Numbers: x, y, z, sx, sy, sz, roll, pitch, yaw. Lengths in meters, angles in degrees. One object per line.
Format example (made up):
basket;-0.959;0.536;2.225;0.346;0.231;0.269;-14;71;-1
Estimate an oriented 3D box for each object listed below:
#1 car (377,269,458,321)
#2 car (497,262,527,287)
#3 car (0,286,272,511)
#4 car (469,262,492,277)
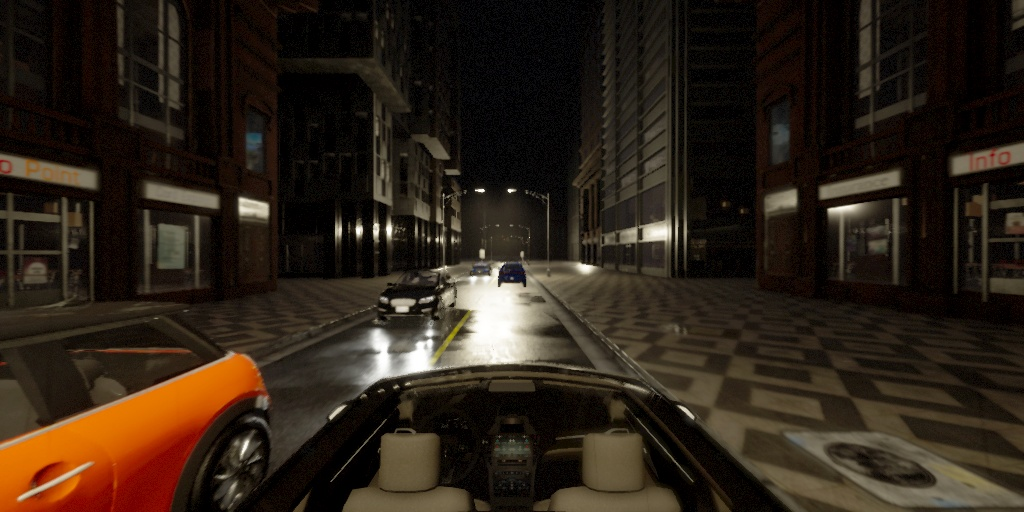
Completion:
car;-3.092;1.238;12.562;2.128;1.511;4.902;0;0;0
car;0.023;1.219;24.675;1.882;1.535;5.008;0;0;1
car;-3.093;1.102;1.120;2.097;1.767;4.553;0;0;0
car;-3.038;1.303;35.812;1.994;1.385;4.181;0;0;1
